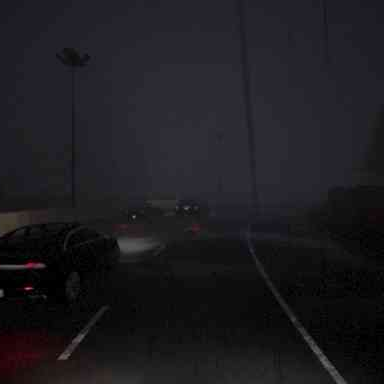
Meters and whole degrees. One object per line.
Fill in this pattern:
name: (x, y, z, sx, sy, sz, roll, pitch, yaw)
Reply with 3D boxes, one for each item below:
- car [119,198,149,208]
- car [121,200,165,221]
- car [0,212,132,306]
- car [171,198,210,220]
car: (-8.094, 1.520, 46.781, 1.895, 1.301, 4.718, 0, 0, 24)
car: (-3.768, 1.554, 26.994, 1.895, 1.301, 4.718, 0, 0, 14)
car: (-3.170, 1.479, 8.016, 2.128, 1.511, 4.902, 0, 0, 3)
car: (0.131, 1.304, 27.923, 2.097, 1.767, 4.553, 0, 0, 15)
